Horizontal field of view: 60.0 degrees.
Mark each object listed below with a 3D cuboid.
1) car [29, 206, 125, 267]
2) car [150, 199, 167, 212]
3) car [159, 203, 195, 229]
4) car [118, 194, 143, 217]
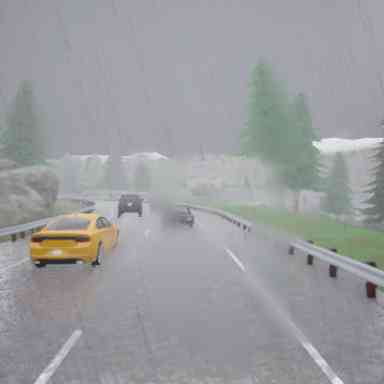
[{"bbox_3d":[-3.773,1.484,11.496,1.882,1.535,5.008,0,0,-3],"label":"car"},{"bbox_3d":[-3.887,1.555,39.389,2.033,1.411,5.357,0,0,-13],"label":"car"},{"bbox_3d":[-0.979,1.603,21.549,1.895,1.301,4.718,0,0,-5],"label":"car"},{"bbox_3d":[-5.874,1.232,31.735,2.150,2.045,5.566,0,0,-9],"label":"car"}]
